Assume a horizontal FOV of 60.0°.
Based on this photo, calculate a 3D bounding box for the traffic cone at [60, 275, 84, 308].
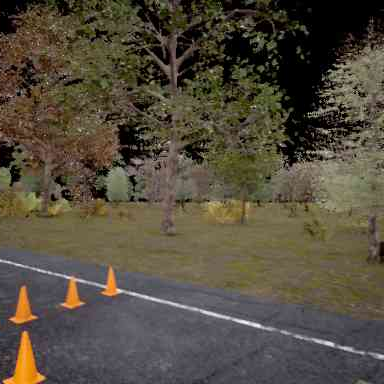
[{"bbox_3d":[-2.447,2.005,6.808,0.340,0.580,0.340,0,-1,36],"label":"traffic cone"}]

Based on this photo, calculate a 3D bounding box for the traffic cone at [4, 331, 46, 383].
[{"bbox_3d":[-2.010,1.984,4.013,0.340,0.580,0.340,0,-1,36],"label":"traffic cone"}]

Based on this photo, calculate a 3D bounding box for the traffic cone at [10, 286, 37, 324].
[{"bbox_3d":[-3.036,1.996,6.000,0.340,0.580,0.340,0,-1,36],"label":"traffic cone"}]

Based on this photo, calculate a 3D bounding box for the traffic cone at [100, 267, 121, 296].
[{"bbox_3d":[-1.857,2.014,7.615,0.340,0.580,0.340,0,-1,36],"label":"traffic cone"}]
